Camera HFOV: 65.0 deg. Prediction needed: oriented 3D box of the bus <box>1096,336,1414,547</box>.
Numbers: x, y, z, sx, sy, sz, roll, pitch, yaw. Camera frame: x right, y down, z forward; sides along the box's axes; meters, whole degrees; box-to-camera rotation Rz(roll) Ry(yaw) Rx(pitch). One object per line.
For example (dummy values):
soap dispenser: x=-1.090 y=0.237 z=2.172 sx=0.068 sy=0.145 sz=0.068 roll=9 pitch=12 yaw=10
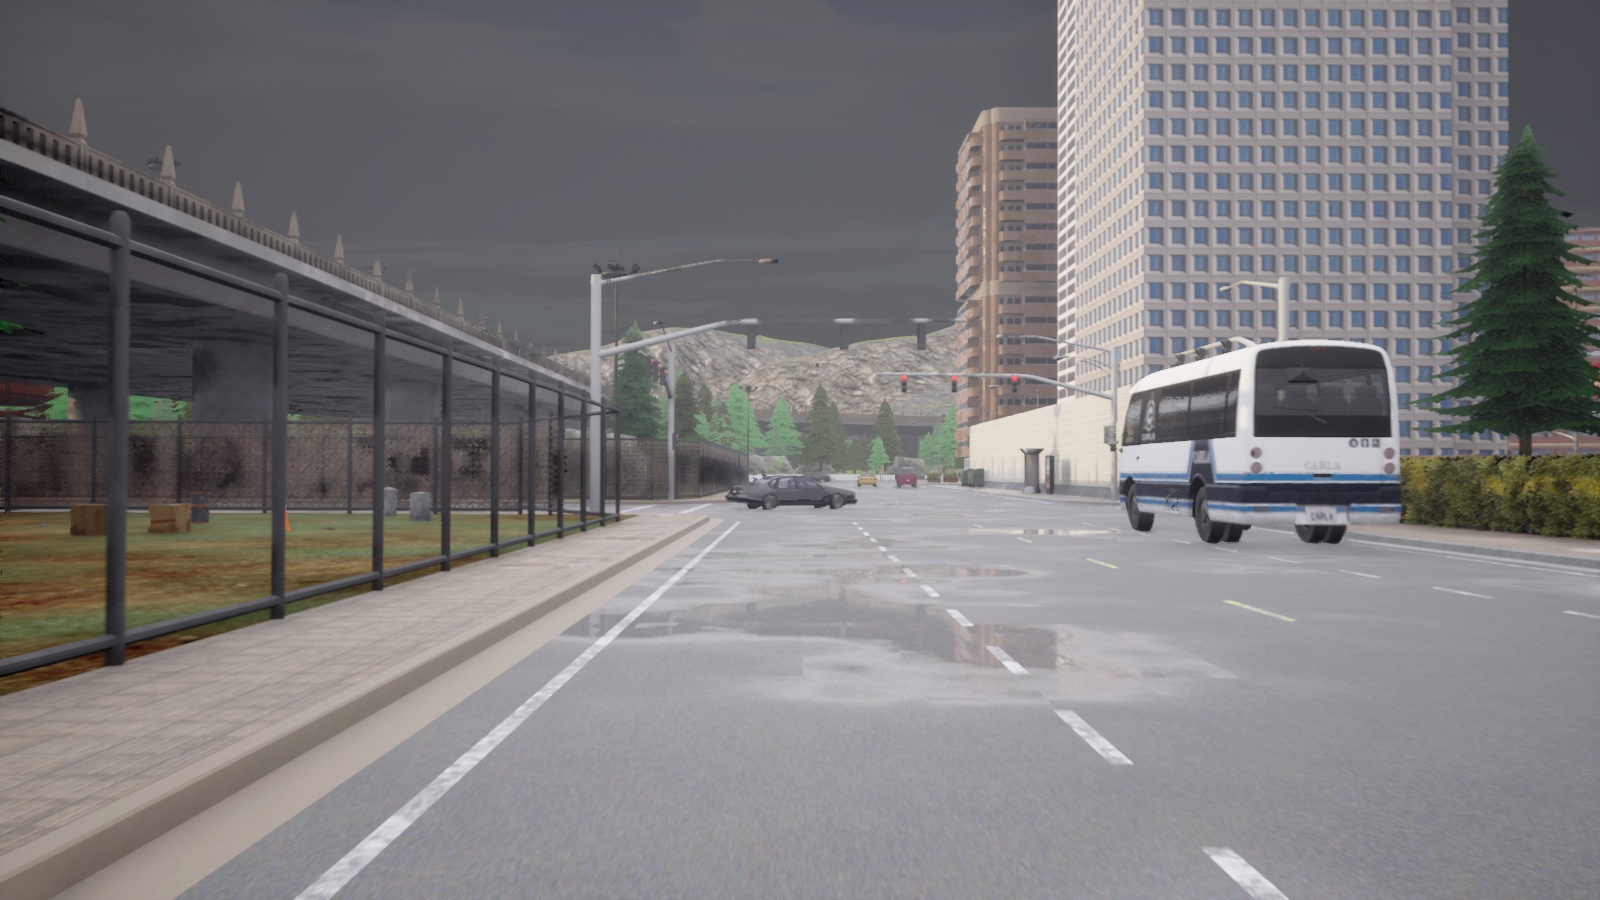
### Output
bus: x=10.419 y=-0.092 z=30.551 sx=3.944 sy=4.253 sz=10.273 roll=0 pitch=-1 yaw=0

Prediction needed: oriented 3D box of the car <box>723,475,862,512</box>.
car: x=-0.304 y=1.752 z=51.657 sx=5.357 sy=1.411 sz=2.033 roll=0 pitch=-1 yaw=-25
